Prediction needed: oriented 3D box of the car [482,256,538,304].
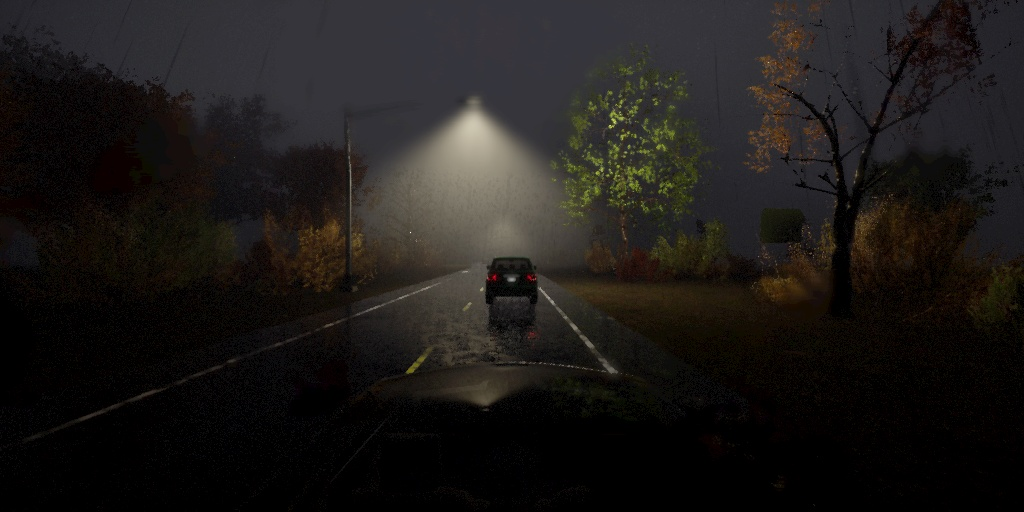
[{"bbox_3d":[-0.017,1.006,16.535,2.150,2.045,5.566,0,0,0],"label":"car"}]
